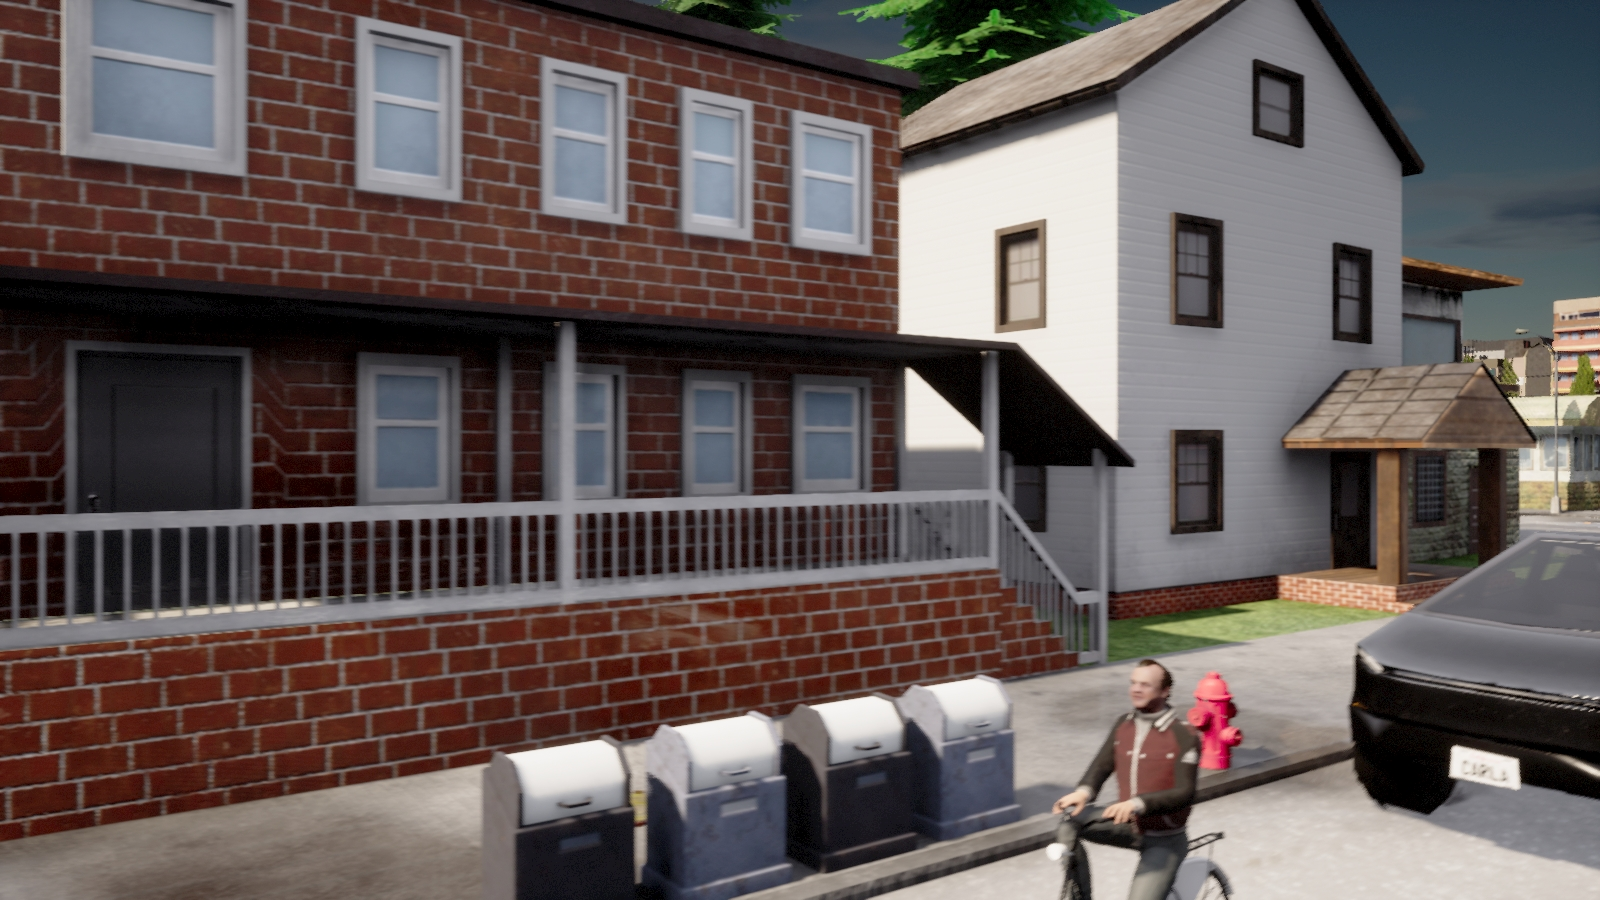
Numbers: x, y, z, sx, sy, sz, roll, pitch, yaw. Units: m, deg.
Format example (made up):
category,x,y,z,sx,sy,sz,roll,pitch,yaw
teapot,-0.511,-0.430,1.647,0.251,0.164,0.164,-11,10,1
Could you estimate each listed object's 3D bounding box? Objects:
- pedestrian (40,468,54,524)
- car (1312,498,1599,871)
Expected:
category,x,y,z,sx,sy,sz,roll,pitch,yaw
pedestrian,-25.269,1.527,38.354,0.375,1.860,0.375,0,0,-37
car,7.080,1.534,9.361,6.274,2.098,2.390,0,0,-35
